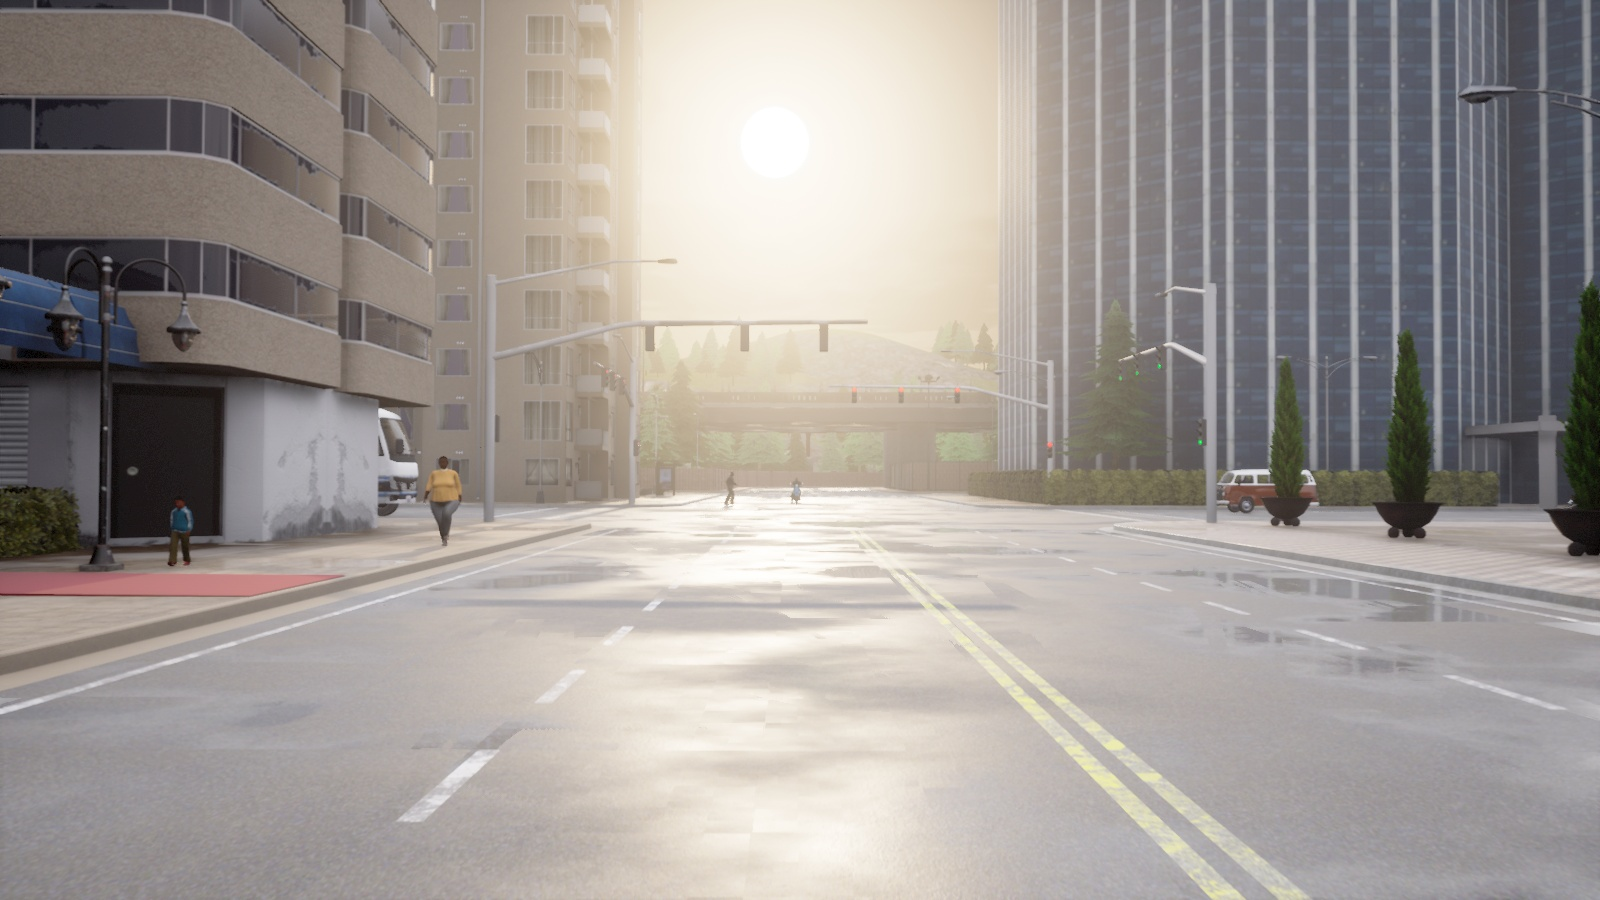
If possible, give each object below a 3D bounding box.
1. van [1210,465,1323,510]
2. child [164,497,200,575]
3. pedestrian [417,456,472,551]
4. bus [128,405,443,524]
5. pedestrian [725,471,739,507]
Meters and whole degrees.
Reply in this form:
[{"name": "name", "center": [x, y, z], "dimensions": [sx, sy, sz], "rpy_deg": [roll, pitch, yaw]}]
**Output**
[{"name": "van", "center": [21.646, 1.743, 58.426], "dimensions": [4.480, 2.038, 2.069], "rpy_deg": [0, -1, -1]}, {"name": "child", "center": [-9.628, 1.330, 19.570], "dimensions": [0.343, 1.192, 0.448], "rpy_deg": [0, -1, -1]}, {"name": "pedestrian", "center": [-7.105, 1.063, 25.154], "dimensions": [0.874, 1.855, 0.900], "rpy_deg": [0, -1, -3]}, {"name": "bus", "center": [-19.183, 0.566, 47.438], "dimensions": [10.273, 4.253, 3.944], "rpy_deg": [0, -1, -1]}, {"name": "pedestrian", "center": [-3.675, 2.103, 68.135], "dimensions": [0.666, 1.930, 0.402], "rpy_deg": [-1, -1, 16]}]
